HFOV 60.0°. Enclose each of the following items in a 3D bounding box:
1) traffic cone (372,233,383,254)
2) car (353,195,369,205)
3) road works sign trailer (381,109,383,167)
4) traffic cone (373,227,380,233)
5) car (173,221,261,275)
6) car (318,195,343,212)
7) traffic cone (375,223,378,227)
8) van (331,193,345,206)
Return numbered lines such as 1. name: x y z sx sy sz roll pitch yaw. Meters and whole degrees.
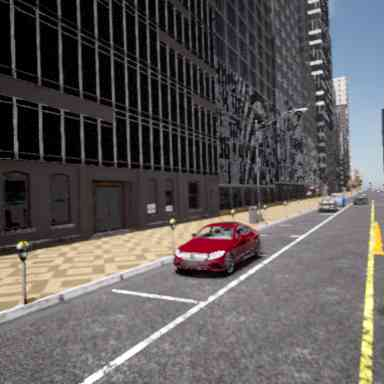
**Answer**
1. traffic cone: 6.477 1.842 11.593 0.340 0.580 0.340 -2 -1 29
2. car: 24.489 1.156 48.218 1.994 1.385 4.181 -2 -1 29
3. road works sign trailer: 4.189 0.366 4.852 2.380 3.560 2.880 -2 -1 29
4. traffic cone: 7.435 1.826 13.349 0.340 0.580 0.340 -2 -1 29
5. car: 0.997 1.650 10.795 1.802 1.307 4.206 -2 -1 29
6. car: 14.634 1.381 35.777 2.008 1.369 4.403 -2 -1 29
7. traffic cone: 8.393 1.809 15.104 0.340 0.580 0.340 -2 -1 29
8. van: 20.082 1.068 45.771 1.690 1.788 3.998 -2 -1 29
